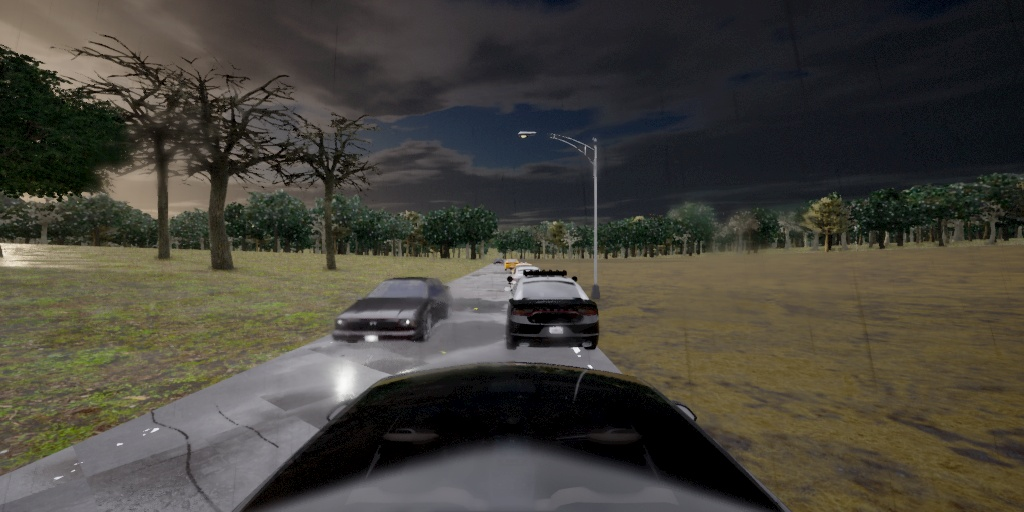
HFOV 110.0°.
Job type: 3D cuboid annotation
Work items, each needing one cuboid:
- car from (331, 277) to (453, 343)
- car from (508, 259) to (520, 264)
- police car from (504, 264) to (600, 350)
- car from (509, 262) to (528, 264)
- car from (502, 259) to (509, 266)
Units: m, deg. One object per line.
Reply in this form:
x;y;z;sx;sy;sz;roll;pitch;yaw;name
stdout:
-2.852;1.292;9.947;2.033;1.411;5.357;0;0;0;car
0.820;1.180;25.293;1.801;1.575;5.366;0;0;0;car
0.823;1.171;9.213;1.930;1.638;5.238;0;0;0;police car
0.822;1.260;19.103;1.812;1.442;4.674;0;0;0;car
0.028;1.142;48.502;1.882;1.535;5.008;0;0;0;car
